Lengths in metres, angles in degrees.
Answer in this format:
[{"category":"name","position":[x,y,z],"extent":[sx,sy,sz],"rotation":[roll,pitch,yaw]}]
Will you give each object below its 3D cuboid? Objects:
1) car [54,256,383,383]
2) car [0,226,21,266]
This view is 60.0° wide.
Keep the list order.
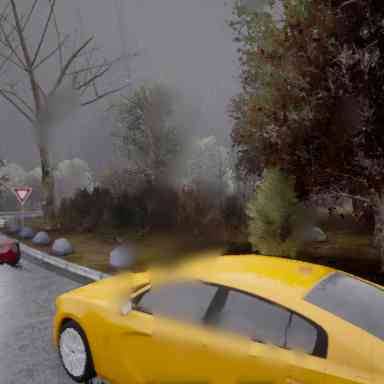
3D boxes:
[{"category":"car","position":[0.434,1.478,3.677],"extent":[5.008,1.535,1.882],"rotation":[0,0,37]},{"category":"car","position":[-7.129,1.630,10.817],"extent":[1.994,1.385,4.181],"rotation":[0,0,-43]}]
